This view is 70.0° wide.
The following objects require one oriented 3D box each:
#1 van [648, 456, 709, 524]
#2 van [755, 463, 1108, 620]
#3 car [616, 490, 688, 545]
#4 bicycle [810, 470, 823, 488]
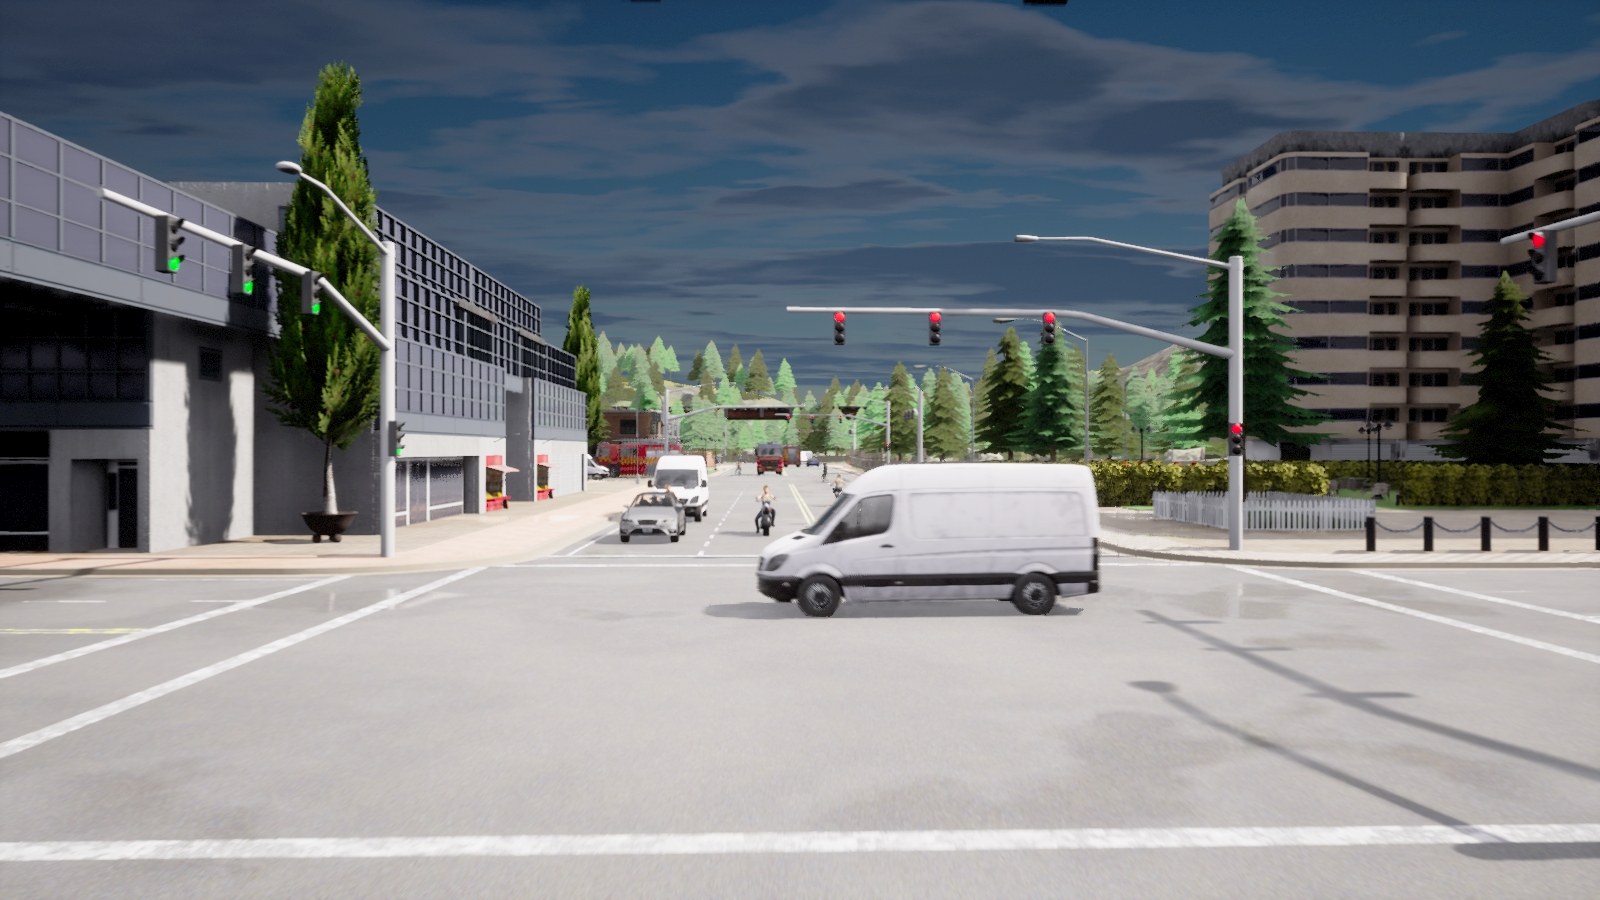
[{"bbox_3d":[-4.819,1.528,46.149,1.988,2.561,5.915,0,0,-1],"label":"van"},{"bbox_3d":[2.193,1.531,20.100,5.915,2.561,1.988,0,0,-4],"label":"van"},{"bbox_3d":[-4.562,2.061,35.775,1.816,1.474,4.193,0,0,-2],"label":"car"},{"bbox_3d":[1.215,2.147,84.609,0.859,1.276,1.487,0,0,-2],"label":"bicycle"}]
